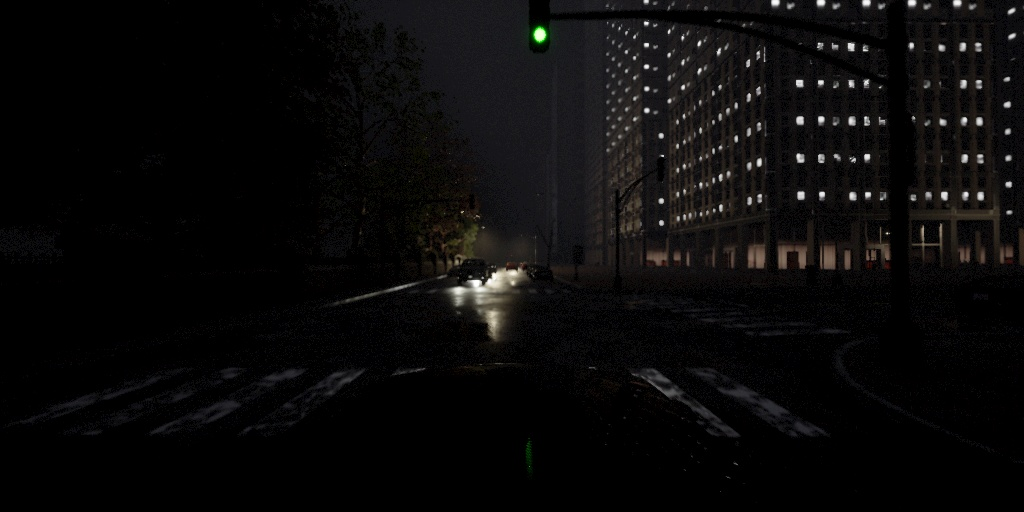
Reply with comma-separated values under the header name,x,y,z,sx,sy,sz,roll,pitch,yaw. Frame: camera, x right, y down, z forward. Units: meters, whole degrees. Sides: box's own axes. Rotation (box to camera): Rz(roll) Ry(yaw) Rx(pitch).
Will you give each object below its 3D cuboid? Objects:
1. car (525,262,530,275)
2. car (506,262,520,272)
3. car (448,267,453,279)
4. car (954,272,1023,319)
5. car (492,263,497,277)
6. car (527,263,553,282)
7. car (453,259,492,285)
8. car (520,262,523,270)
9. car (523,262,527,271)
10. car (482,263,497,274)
name,x,y,z,sx,sy,sz,roll,pitch,yaw
car,2.682,1.647,37.865,1.948,1.339,4.313,0,0,0
car,-0.012,1.761,58.691,1.882,1.535,5.008,0,-1,0
car,-5.699,1.663,37.864,1.802,1.307,4.207,0,0,0
car,14.683,1.095,9.656,4.313,1.339,1.948,0,0,0
car,-3.108,1.590,39.745,2.128,1.511,4.902,0,-1,0
car,2.683,1.594,32.233,1.948,1.339,4.313,0,0,0
car,-3.108,1.224,29.447,2.150,2.045,5.566,0,-1,0
car,2.678,1.845,60.395,1.888,1.381,4.507,0,0,0
car,2.681,1.701,43.498,1.948,1.339,4.313,0,0,0
car,-3.099,1.704,50.170,1.837,1.490,4.892,0,-1,0
